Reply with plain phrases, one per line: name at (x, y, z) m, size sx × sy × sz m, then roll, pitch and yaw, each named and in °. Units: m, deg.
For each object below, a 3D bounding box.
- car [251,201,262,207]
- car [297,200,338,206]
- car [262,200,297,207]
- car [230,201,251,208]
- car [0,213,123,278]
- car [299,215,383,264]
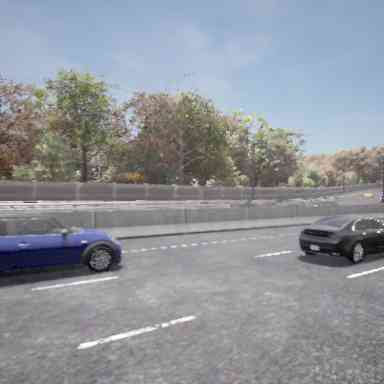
car at (10.075, 1.796, 41.163) m, size 4.892 × 1.490 × 1.837 m, roll 1°, pitch -1°, yaw -35°
car at (13.752, 1.635, 35.194) m, size 4.553 × 1.767 × 2.097 m, roll 0°, pitch 0°, yaw -35°
car at (10.682, 1.765, 37.316) m, size 4.902 × 1.511 × 2.128 m, roll 1°, pitch 0°, yaw -35°
car at (6.877, 1.839, 43.198) m, size 4.181 × 1.385 × 1.994 m, roll 1°, pitch 0°, yaw -35°
car at (-4.271, 1.367, 9.294) m, size 4.553 × 1.767 × 2.097 m, roll 1°, pitch 0°, yaw -36°
car at (6.004, 1.610, 12.324) m, size 4.892 × 1.490 × 1.837 m, roll 1°, pitch 0°, yaw -35°
